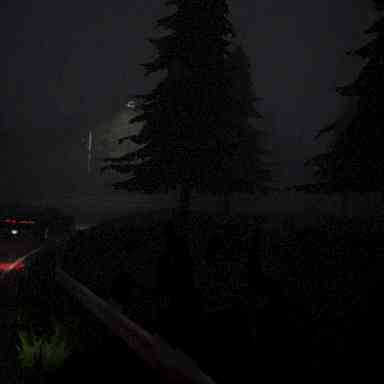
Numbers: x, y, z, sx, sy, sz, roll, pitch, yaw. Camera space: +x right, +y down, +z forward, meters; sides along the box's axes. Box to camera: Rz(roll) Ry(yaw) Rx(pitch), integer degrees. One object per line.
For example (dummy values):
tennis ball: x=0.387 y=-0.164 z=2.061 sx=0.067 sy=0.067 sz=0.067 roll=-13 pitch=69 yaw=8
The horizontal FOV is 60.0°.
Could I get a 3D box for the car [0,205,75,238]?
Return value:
car: x=-7.400 y=1.409 z=16.491 sx=1.837 sy=1.490 sz=4.892 roll=4 pitch=1 yaw=2
